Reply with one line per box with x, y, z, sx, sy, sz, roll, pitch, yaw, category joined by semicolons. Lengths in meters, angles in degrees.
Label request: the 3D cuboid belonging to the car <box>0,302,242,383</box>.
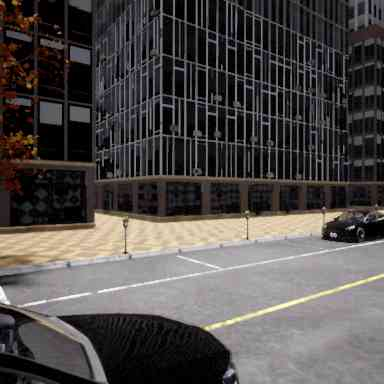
-1.706;1.525;2.217;4.674;1.442;1.812;0;0;-35;car

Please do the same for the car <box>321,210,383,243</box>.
8.141;1.563;16.226;4.313;1.339;1.947;0;0;-35;car
